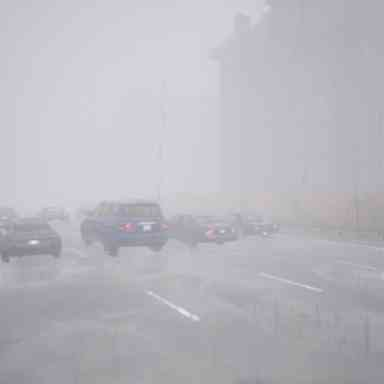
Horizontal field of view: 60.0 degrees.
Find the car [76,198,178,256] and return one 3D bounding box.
[{"bbox_3d":[-3.042,1.372,14.177,2.150,2.045,5.566,0,0,-33],"label":"car"}]

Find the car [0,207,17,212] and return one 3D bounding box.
[{"bbox_3d":[-14.528,1.812,25.583,1.994,1.385,4.181,0,-1,-32],"label":"car"}]

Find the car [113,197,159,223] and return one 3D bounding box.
[{"bbox_3d":[-5.272,1.544,30.588,2.150,2.045,5.566,0,0,-32],"label":"car"}]

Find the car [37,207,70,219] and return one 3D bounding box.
[{"bbox_3d":[-11.525,1.874,27.377,1.895,1.301,4.718,0,-1,-32],"label":"car"}]

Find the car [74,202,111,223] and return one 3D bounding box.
[{"bbox_3d":[-9.107,1.784,30.106,1.882,1.535,5.008,0,0,-32],"label":"car"}]

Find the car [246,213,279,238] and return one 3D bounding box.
[{"bbox_3d":[2.476,1.806,18.545,1.895,1.301,4.718,0,-1,-32],"label":"car"}]

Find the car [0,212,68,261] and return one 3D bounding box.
[{"bbox_3d":[-6.438,1.693,12.998,1.994,1.385,4.181,0,-1,-32],"label":"car"}]

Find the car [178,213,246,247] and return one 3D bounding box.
[{"bbox_3d":[-0.074,1.721,16.029,2.033,1.411,5.357,0,-1,-33],"label":"car"}]
